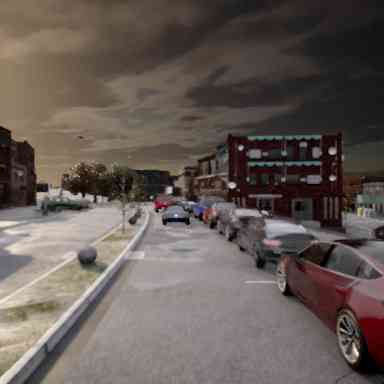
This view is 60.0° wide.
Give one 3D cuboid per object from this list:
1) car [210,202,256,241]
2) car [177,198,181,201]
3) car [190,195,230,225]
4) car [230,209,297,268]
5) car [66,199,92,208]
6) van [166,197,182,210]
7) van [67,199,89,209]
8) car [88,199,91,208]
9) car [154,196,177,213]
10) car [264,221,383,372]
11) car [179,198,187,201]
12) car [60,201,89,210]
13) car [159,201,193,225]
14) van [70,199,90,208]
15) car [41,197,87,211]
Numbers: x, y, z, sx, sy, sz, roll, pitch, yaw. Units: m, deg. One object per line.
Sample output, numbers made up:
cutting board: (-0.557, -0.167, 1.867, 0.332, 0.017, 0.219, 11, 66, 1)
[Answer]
car: (2.422, 1.486, 16.630, 2.231, 1.521, 4.892, 0, 0, -3)
car: (-0.928, 1.865, 44.246, 2.002, 1.452, 4.674, 0, -1, -10)
car: (1.423, 1.303, 27.832, 2.435, 2.045, 5.566, 0, 0, -6)
car: (2.732, 1.521, 11.217, 2.002, 1.452, 4.674, 0, 0, -2)
car: (-26.564, 2.725, 78.390, 5.566, 2.045, 2.435, 0, -2, -18)
van: (-3.031, 1.895, 55.259, 1.878, 1.987, 4.442, 0, -2, -11)
van: (-24.227, 2.526, 70.685, 4.442, 1.987, 1.878, 0, -2, -16)
car: (-20.536, 2.332, 57.544, 4.892, 1.521, 2.231, 0, -2, -13)
car: (-3.683, 1.548, 42.858, 2.150, 2.045, 5.566, 0, -1, -9)
car: (2.930, 1.508, 5.701, 2.163, 1.488, 4.792, 0, 0, -1)
car: (-0.038, 1.752, 38.777, 2.002, 1.452, 4.674, 0, -1, -8)
car: (-21.230, 2.449, 60.184, 4.792, 1.488, 2.163, 0, -2, -14)
car: (-1.283, 1.617, 24.951, 1.994, 1.385, 4.181, 0, 0, -6)
van: (-27.297, 2.820, 81.038, 4.442, 1.987, 1.878, 0, -1, -18)
car: (-18.133, 1.731, 46.767, 5.566, 2.045, 2.435, 0, -1, -11)
